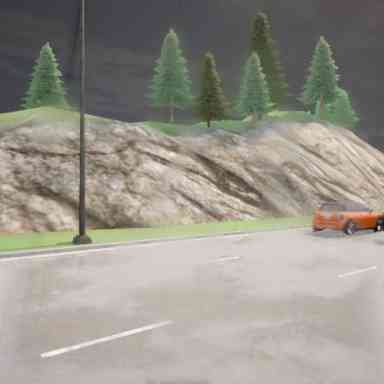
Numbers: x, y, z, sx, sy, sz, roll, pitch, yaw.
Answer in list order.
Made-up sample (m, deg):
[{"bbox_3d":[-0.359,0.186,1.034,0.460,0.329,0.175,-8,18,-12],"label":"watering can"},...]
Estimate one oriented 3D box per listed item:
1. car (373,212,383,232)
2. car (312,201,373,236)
[{"bbox_3d":[11.474,1.221,16.261,5.566,2.045,2.150,0,0,-36],"label":"car"},{"bbox_3d":[8.793,1.351,18.644,4.553,1.767,2.097,0,0,-36],"label":"car"}]
